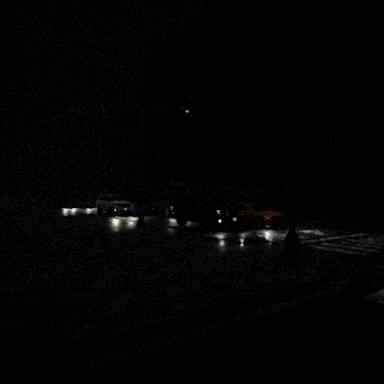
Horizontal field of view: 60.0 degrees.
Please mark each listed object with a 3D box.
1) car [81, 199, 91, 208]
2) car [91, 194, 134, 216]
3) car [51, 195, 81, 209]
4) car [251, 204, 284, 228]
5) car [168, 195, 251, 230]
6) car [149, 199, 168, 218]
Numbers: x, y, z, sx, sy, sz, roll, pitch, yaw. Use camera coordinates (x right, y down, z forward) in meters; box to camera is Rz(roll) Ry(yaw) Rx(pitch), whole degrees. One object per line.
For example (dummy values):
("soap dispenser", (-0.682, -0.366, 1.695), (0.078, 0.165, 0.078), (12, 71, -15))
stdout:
("car", (-15.377, 1.725, 49.653), (1.895, 1.301, 4.718), (1, -1, -36))
("car", (-7.902, 1.273, 33.709), (2.150, 2.045, 5.566), (1, 0, -36))
("car", (-18.280, 1.582, 48.126), (2.128, 1.511, 4.902), (1, -1, -36))
("car", (3.993, 1.534, 22.868), (1.882, 1.535, 5.008), (1, -1, -36))
("car", (0.931, 1.243, 21.600), (2.150, 2.045, 5.566), (1, -1, -34))
("car", (-2.202, 1.433, 31.394), (2.097, 1.767, 4.553), (1, -1, -36))
